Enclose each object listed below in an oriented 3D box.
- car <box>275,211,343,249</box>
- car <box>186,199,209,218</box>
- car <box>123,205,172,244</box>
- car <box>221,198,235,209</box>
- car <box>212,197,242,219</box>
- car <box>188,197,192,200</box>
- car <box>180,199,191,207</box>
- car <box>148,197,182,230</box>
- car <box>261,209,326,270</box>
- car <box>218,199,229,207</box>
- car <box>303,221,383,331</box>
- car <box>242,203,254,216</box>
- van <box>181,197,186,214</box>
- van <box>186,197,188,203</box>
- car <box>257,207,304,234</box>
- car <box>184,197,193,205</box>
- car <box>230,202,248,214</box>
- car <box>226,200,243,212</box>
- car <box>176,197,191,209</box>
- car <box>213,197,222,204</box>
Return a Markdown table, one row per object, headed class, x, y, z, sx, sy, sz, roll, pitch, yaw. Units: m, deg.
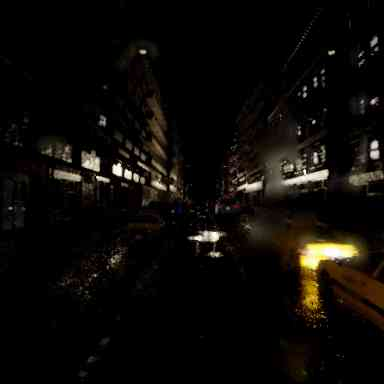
| class | x | y | z | sx | sy | sz | roll | pitch | yaw |
| --- | --- | --- | --- | --- | --- | --- | --- | --- | --- |
| car | 5.634 | 1.774 | 16.664 | 1.887 | 1.381 | 4.507 | 2 | 0 | 1 |
| car | 0.684 | 1.836 | 34.844 | 1.837 | 1.490 | 4.892 | 1 | 0 | 1 |
| car | -2.245 | 1.643 | 16.726 | 1.752 | 1.417 | 4.829 | 2 | 0 | 1 |
| car | 6.546 | 2.011 | 60.902 | 2.192 | 1.841 | 5.009 | 2 | -1 | 1 |
| car | 3.442 | 1.581 | 33.701 | 2.150 | 2.045 | 5.566 | 1 | 0 | 2 |
| car | -1.530 | 1.776 | 50.072 | 2.192 | 1.841 | 5.009 | 2 | -1 | 1 |
| car | -1.188 | 2.218 | 66.657 | 1.947 | 1.339 | 4.313 | 2 | -1 | 1 |
| car | -2.115 | 1.487 | 22.428 | 2.192 | 1.841 | 5.009 | 2 | 0 | 1 |
| car | 3.766 | 1.610 | 11.445 | 1.801 | 1.575 | 5.366 | 1 | -1 | 1 |
| car | 6.775 | 2.269 | 71.961 | 1.967 | 1.590 | 4.097 | 2 | -1 | 1 |
| car | 3.638 | 1.555 | 5.445 | 1.801 | 1.575 | 5.366 | 1 | -1 | 1 |
| car | 6.104 | 1.994 | 38.782 | 1.887 | 1.381 | 4.507 | 2 | -1 | 1 |
| van | -1.882 | 1.622 | 33.483 | 1.690 | 1.788 | 3.998 | 2 | -1 | 1 |
| van | -1.765 | 1.681 | 39.014 | 1.690 | 1.788 | 3.998 | 2 | -1 | 1 |
| car | 5.751 | 1.832 | 22.195 | 2.008 | 1.369 | 4.403 | 2 | -1 | 1 |
| car | -0.829 | 2.175 | 83.244 | 2.192 | 1.841 | 5.009 | 2 | -1 | 1 |
| car | 6.221 | 2.054 | 44.311 | 1.887 | 1.381 | 4.507 | 2 | -1 | 1 |
| car | 6.349 | 2.011 | 49.842 | 1.967 | 1.590 | 4.097 | 2 | -1 | 1 |
| car | -1.413 | 1.838 | 55.600 | 2.192 | 1.841 | 5.009 | 2 | -1 | 1 |
| car | 7.247 | 2.433 | 94.081 | 2.192 | 1.841 | 5.009 | 2 | -1 | 1 |
